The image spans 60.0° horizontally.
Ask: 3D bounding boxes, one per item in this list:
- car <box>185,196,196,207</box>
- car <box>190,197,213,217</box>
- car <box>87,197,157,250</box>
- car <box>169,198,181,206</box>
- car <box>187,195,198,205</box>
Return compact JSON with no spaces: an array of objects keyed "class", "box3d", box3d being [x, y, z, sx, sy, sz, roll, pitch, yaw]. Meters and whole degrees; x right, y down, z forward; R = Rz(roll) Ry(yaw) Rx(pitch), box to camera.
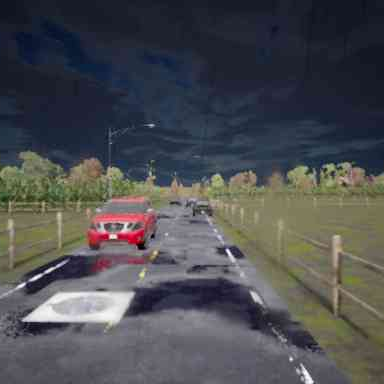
[{"class":"car","box3d":[0.028,1.620,51.437,1.812,1.442,4.674,0,0,0]},{"class":"car","box3d":[0.977,1.571,32.464,1.837,1.490,4.892,0,0,0]},{"class":"car","box3d":[-2.843,1.253,14.731,2.150,2.045,5.566,0,0,0]},{"class":"car","box3d":[-2.781,1.700,55.309,1.895,1.301,4.718,0,0,1]},{"class":"car","box3d":[0.030,1.461,64.342,2.097,1.767,4.553,0,0,0]}]
